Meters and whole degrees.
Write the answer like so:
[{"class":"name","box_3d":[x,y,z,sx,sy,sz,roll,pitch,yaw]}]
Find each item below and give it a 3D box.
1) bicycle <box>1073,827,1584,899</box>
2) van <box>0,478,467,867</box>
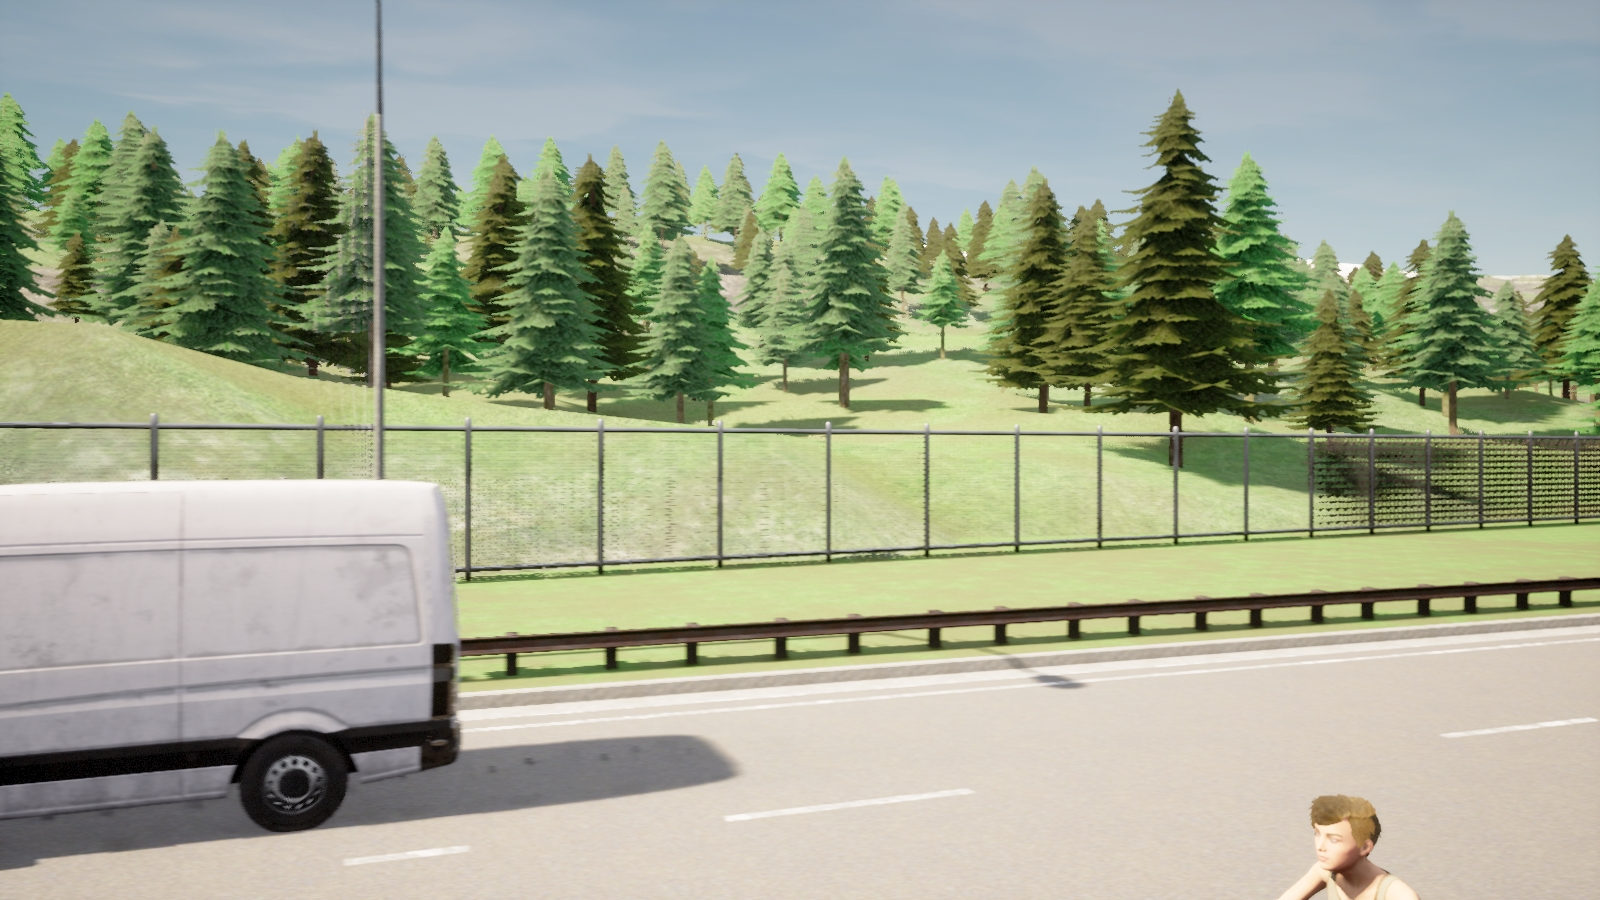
[{"class":"bicycle","box_3d":[1.824,2.158,3.949,1.487,1.277,0.859,0,0,-20]},{"class":"van","box_3d":[-5.669,1.534,8.683,5.915,2.561,1.988,0,0,-20]}]
